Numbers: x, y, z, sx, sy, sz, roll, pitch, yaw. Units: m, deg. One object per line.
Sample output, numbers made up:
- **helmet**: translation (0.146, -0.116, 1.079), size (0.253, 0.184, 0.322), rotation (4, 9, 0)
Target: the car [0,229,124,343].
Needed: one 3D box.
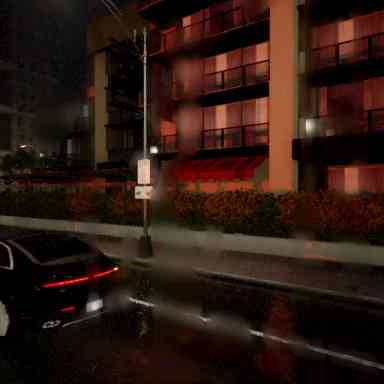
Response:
- **car**: translation (-3.459, 1.504, 6.491), size (4.892, 1.490, 1.837), rotation (0, 0, 35)
